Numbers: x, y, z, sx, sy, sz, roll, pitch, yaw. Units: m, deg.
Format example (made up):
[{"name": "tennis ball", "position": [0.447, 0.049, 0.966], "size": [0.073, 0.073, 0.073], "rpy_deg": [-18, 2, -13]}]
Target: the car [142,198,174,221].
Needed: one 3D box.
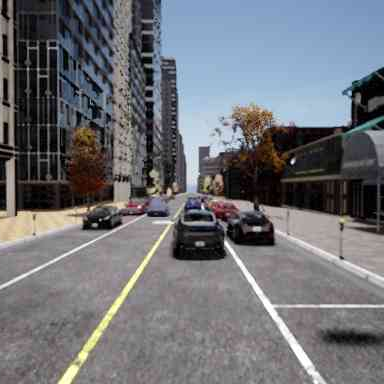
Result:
[{"name": "car", "position": [-3.078, 1.524, 31.153], "size": [2.033, 1.411, 5.357], "rpy_deg": [0, 0, 0]}]

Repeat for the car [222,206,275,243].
[{"name": "car", "position": [2.688, 1.554, 15.820], "size": [1.947, 1.339, 4.313], "rpy_deg": [-1, 0, 0]}]

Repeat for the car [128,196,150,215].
[{"name": "car", "position": [-5.652, 1.416, 32.812], "size": [1.967, 1.590, 4.097], "rpy_deg": [-1, 0, 0]}]

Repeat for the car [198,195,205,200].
[{"name": "car", "position": [2.729, 1.493, 94.836], "size": [2.008, 1.369, 4.403], "rpy_deg": [-1, 0, 0]}]

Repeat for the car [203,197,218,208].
[{"name": "car", "position": [2.706, 1.531, 49.684], "size": [1.947, 1.339, 4.313], "rpy_deg": [-1, 0, 0]}]

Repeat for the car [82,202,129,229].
[{"name": "car", "position": [-5.656, 1.550, 21.523], "size": [1.947, 1.339, 4.313], "rpy_deg": [-1, 0, 0]}]

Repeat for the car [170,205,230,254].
[{"name": "car", "position": [0.181, 1.494, 13.487], "size": [1.837, 1.490, 4.892], "rpy_deg": [0, 0, -2]}]

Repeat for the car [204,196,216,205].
[{"name": "car", "position": [2.699, 1.497, 38.566], "size": [1.752, 1.417, 4.829], "rpy_deg": [-1, 0, 0]}]

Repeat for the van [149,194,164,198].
[{"name": "van", "position": [-5.648, 1.306, 49.744], "size": [1.690, 1.788, 3.998], "rpy_deg": [-1, 0, 0]}]

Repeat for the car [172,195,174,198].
[{"name": "car", "position": [-5.662, 1.519, 72.321], "size": [1.947, 1.339, 4.313], "rpy_deg": [-1, 0, 0]}]

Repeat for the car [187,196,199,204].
[{"name": "car", "position": [0.136, 1.449, 63.167], "size": [2.128, 1.511, 4.902], "rpy_deg": [0, 0, 0]}]

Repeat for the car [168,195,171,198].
[{"name": "car", "position": [-5.681, 1.274, 61.032], "size": [2.192, 1.841, 5.009], "rpy_deg": [-1, 0, 0]}]

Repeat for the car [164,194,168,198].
[{"name": "car", "position": [-5.655, 1.513, 55.389], "size": [2.008, 1.369, 4.403], "rpy_deg": [-1, 0, 0]}]

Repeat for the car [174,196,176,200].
[{"name": "car", "position": [-5.650, 1.508, 94.897], "size": [1.947, 1.339, 4.313], "rpy_deg": [-1, 0, 0]}]

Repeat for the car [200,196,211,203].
[{"name": "car", "position": [2.715, 1.522, 66.616], "size": [1.947, 1.339, 4.313], "rpy_deg": [-1, 0, 0]}]

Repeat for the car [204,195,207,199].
[{"name": "car", "position": [2.701, 1.409, 44.040], "size": [1.967, 1.590, 4.097], "rpy_deg": [-1, 0, 0]}]

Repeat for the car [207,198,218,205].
[{"name": "car", "position": [2.697, 1.558, 32.752], "size": [1.802, 1.307, 4.206], "rpy_deg": [-1, 0, 0]}]

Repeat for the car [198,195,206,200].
[{"name": "car", "position": [2.726, 1.489, 89.193], "size": [1.887, 1.381, 4.507], "rpy_deg": [-1, 0, 0]}]

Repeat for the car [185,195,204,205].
[{"name": "car", "position": [0.125, 1.321, 43.158], "size": [2.097, 1.767, 4.553], "rpy_deg": [0, 0, 0]}]

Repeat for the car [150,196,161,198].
[{"name": "car", "position": [-5.644, 1.534, 44.100], "size": [1.947, 1.339, 4.313], "rpy_deg": [-1, 0, 0]}]

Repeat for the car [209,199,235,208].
[{"name": "car", "position": [2.693, 1.525, 27.109], "size": [1.887, 1.381, 4.507], "rpy_deg": [-1, 0, 0]}]

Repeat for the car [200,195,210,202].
[{"name": "car", "position": [2.716, 1.393, 72.260], "size": [1.967, 1.590, 4.097], "rpy_deg": [-1, 0, 0]}]
